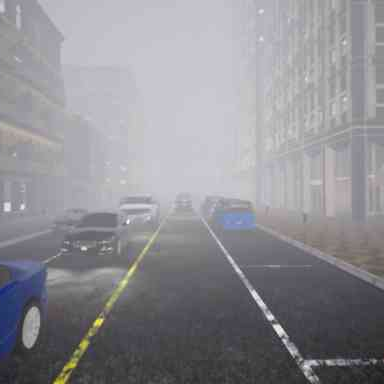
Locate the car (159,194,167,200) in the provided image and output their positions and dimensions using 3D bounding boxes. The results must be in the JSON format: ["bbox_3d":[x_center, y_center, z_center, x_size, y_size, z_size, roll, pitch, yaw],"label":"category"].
[{"bbox_3d":[-8.026,1.376,91.411,1.887,1.381,4.507,0,0,-1],"label":"car"}]

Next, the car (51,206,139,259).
[{"bbox_3d":[-3.390,1.490,12.678,1.837,1.490,4.892,0,0,-1],"label":"car"}]

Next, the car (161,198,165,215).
[{"bbox_3d":[-3.731,1.454,29.616,1.895,1.301,4.718,0,0,-1],"label":"car"}]

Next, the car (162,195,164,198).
[{"bbox_3d":[-7.439,1.421,68.823,2.008,1.369,4.403,0,0,-1],"label":"car"}]

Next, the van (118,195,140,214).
[{"bbox_3d":[-6.561,1.287,34.943,1.690,1.788,3.998,0,0,-1],"label":"van"}]

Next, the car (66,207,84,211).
[{"bbox_3d":[-6.120,1.540,18.004,2.008,1.369,4.403,0,0,-1],"label":"car"}]

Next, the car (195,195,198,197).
[{"bbox_3d":[0.791,1.383,74.687,1.802,1.307,4.206,0,0,-1],"label":"car"}]

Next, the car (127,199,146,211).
[{"bbox_3d":[-6.706,1.514,40.590,1.802,1.307,4.206,0,0,-1],"label":"car"}]

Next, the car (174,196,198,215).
[{"bbox_3d":[-0.757,1.459,32.614,2.033,1.411,5.357,0,0,-1],"label":"car"}]

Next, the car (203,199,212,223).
[{"bbox_3d":[2.111,1.466,23.867,2.008,1.369,4.403,0,0,-1],"label":"car"}]

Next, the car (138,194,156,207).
[{"bbox_3d":[-7.001,1.221,51.883,2.192,1.841,5.009,0,0,-1],"label":"car"}]

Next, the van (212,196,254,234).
[{"bbox_3d":[2.256,1.271,18.220,1.690,1.788,3.998,0,0,-1],"label":"van"}]

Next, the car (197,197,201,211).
[{"bbox_3d":[1.817,1.453,35.161,1.947,1.339,4.313,0,0,-1],"label":"car"}]

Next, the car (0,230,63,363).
[{"bbox_3d":[-3.148,1.490,3.233,1.882,1.535,5.008,0,0,-2],"label":"car"}]

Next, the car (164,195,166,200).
[{"bbox_3d":[-7.728,1.375,79.947,1.752,1.417,4.829,0,0,-1],"label":"car"}]

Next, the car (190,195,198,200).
[{"bbox_3d":[0.499,1.347,85.980,1.947,1.339,4.313,0,0,-1],"label":"car"}]

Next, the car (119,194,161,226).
[{"bbox_3d":[-3.656,1.178,23.316,2.150,2.045,5.566,0,0,-1],"label":"car"}]

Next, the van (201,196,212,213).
[{"bbox_3d":[1.963,1.242,29.514,1.690,1.788,3.998,0,0,-1],"label":"van"}]

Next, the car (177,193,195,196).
[{"bbox_3d":[-1.124,1.104,45.757,2.150,2.045,5.566,0,0,-1],"label":"car"}]
